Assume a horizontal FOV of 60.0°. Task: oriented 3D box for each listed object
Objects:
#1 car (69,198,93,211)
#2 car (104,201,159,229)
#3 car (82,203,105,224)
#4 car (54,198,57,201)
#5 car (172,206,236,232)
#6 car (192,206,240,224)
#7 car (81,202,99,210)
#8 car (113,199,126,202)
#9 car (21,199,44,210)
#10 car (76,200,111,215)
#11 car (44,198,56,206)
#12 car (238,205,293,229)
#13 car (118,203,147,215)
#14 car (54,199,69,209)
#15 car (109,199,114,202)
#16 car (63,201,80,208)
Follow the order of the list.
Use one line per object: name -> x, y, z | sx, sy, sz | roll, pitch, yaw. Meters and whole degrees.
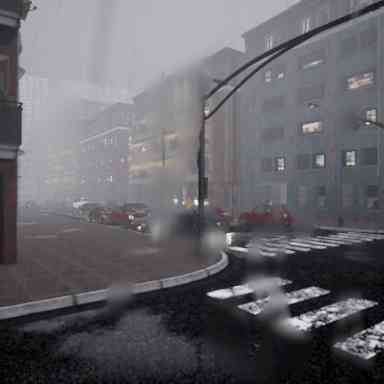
car -> -16.617, 1.875, 50.818 | 2.150, 2.045, 5.566 | 0, -1, -35
car -> -4.445, 1.717, 24.048 | 1.967, 1.590, 4.097 | -1, 0, -35
car -> -7.634, 1.927, 28.587 | 1.802, 1.307, 4.206 | -1, 0, -35
car -> -26.722, 2.471, 69.452 | 2.008, 1.369, 4.403 | -1, 0, -35
car -> 0.490, 1.788, 21.337 | 1.994, 1.385, 4.181 | 0, -1, -35
car -> 1.995, 1.890, 28.599 | 1.802, 1.307, 4.206 | -1, 0, -35
car -> -17.151, 2.300, 55.833 | 1.802, 1.307, 4.206 | -1, 0, -35
car -> -4.727, 1.688, 28.758 | 2.097, 1.767, 4.553 | 0, -1, -35
car -> -26.778, 2.194, 55.825 | 1.967, 1.590, 4.097 | -1, 0, -35
car -> -11.485, 1.986, 38.385 | 1.837, 1.490, 4.892 | 0, -1, -35
car -> -33.107, 2.369, 78.533 | 2.192, 1.841, 5.009 | -1, 0, -35
car -> 5.187, 1.680, 24.062 | 1.967, 1.590, 4.097 | -1, 0, -35
car -> -7.580, 2.079, 42.214 | 1.947, 1.339, 4.313 | -1, 0, -35
car -> -22.585, 2.306, 59.290 | 1.812, 1.442, 4.674 | 0, -1, -35
car -> -10.774, 1.897, 46.755 | 2.192, 1.841, 5.009 | -1, 0, -35
car -> -23.532, 2.419, 64.913 | 1.947, 1.339, 4.313 | -1, 0, -35
